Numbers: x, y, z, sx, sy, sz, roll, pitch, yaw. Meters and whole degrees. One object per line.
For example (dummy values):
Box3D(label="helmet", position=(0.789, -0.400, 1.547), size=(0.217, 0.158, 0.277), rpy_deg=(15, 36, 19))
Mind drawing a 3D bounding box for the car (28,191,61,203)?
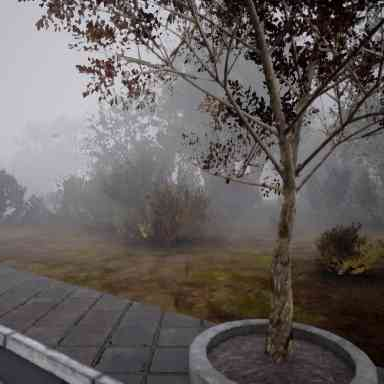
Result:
Box3D(label="car", position=(-18.139, 0.937, 42.358), size=(2.150, 2.045, 5.566), rpy_deg=(1, 0, 32))
